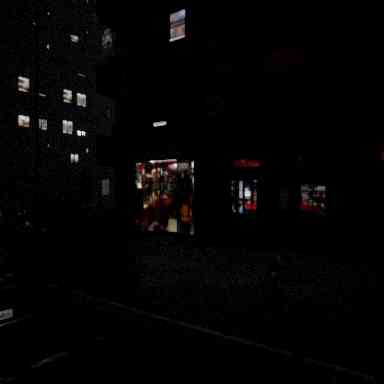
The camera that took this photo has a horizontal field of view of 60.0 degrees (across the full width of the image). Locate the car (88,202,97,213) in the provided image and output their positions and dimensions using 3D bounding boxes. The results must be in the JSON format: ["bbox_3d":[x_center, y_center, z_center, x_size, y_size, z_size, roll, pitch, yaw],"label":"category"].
[{"bbox_3d":[-10.987,1.248,30.516,1.752,1.417,4.829,1,1,35],"label":"car"}]

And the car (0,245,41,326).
[{"bbox_3d":[-4.505,1.551,6.083,4.403,1.369,2.008,0,0,35],"label":"car"}]

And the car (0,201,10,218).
[{"bbox_3d":[-14.075,1.348,26.089,2.008,1.369,4.403,1,1,35],"label":"car"}]

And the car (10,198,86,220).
[{"bbox_3d":[-11.047,1.278,25.922,1.837,1.490,4.892,0,2,35],"label":"car"}]
